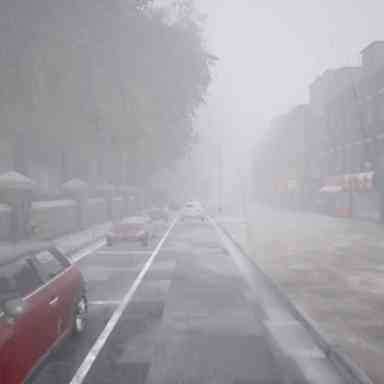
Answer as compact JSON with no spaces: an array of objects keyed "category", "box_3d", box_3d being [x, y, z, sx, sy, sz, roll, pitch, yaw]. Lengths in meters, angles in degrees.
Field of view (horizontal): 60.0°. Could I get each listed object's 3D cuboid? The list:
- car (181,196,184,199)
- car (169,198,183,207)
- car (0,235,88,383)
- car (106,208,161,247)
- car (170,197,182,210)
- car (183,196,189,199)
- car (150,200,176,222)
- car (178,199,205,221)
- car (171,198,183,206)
[{"category":"car","box_3d":[-2.629,1.661,49.201,1.887,1.381,4.507,0,0,0]},{"category":"car","box_3d":[-2.628,1.690,54.890,2.008,1.369,4.403,-1,0,0]},{"category":"car","box_3d":[-2.639,1.443,3.691,1.967,1.590,4.097,0,0,0]},{"category":"car","box_3d":[-2.637,1.599,15.069,1.802,1.307,4.206,0,0,0]},{"category":"car","box_3d":[-2.631,1.639,43.512,1.887,1.381,4.507,0,0,0]},{"category":"car","box_3d":[0.096,1.623,44.421,1.812,1.442,4.674,0,0,0]},{"category":"car","box_3d":[-2.635,1.592,26.447,2.008,1.369,4.403,0,0,0]},{"category":"car","box_3d":[0.057,1.569,27.438,1.812,1.442,4.674,0,0,1]},{"category":"car","box_3d":[-2.626,1.731,60.578,1.947,1.339,4.313,-1,0,0]}]
